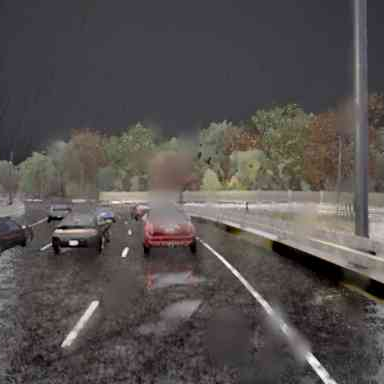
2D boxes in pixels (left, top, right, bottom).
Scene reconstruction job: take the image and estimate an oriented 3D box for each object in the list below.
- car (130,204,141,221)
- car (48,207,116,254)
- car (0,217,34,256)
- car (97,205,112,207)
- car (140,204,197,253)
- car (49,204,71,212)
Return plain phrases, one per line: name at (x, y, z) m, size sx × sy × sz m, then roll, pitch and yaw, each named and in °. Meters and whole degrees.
car at (-4.625, 1.847, 31.023) m, size 1.812 × 1.442 × 4.674 m, roll 0°, pitch 0°, yaw -17°
car at (-4.594, 1.645, 14.355) m, size 2.128 × 1.511 × 4.902 m, roll 0°, pitch 0°, yaw -8°
car at (-7.919, 1.689, 12.962) m, size 2.033 × 1.411 × 5.357 m, roll 0°, pitch -1°, yaw -8°
car at (-7.605, 1.850, 28.792) m, size 2.033 × 1.411 × 5.357 m, roll 0°, pitch -1°, yaw -16°
car at (-1.111, 1.503, 14.700) m, size 2.097 × 1.767 × 4.553 m, roll 0°, pitch -1°, yaw -8°
car at (-11.268, 1.799, 28.818) m, size 2.128 × 1.511 × 4.902 m, roll 0°, pitch 0°, yaw -16°
